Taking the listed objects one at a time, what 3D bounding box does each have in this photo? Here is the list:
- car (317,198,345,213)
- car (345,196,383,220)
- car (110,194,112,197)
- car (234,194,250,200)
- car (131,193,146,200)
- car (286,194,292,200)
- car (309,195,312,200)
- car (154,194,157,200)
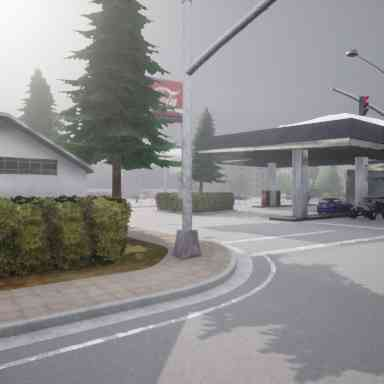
[{"bbox_3d":[15.293,1.480,35.350,4.611,1.667,2.242,0,0,-36],"label":"car"},{"bbox_3d":[15.127,1.313,28.220,3.866,1.878,1.905,0,0,-36],"label":"car"},{"bbox_3d":[-17.801,1.298,75.424,2.007,1.523,4.514,0,0,-36],"label":"car"},{"bbox_3d":[12.285,1.320,84.055,1.845,1.501,3.633,0,0,-36],"label":"car"},{"bbox_3d":[-14.005,1.154,87.322,2.152,1.636,5.027,0,0,-36],"label":"car"},{"bbox_3d":[26.378,1.330,84.840,2.152,1.636,5.027,0,0,-36],"label":"car"},{"bbox_3d":[28.881,1.339,86.732,2.007,1.523,4.514,0,0,-36],"label":"car"},{"bbox_3d":[-6.293,1.097,71.430,1.932,1.855,4.605,0,0,-36],"label":"car"}]
